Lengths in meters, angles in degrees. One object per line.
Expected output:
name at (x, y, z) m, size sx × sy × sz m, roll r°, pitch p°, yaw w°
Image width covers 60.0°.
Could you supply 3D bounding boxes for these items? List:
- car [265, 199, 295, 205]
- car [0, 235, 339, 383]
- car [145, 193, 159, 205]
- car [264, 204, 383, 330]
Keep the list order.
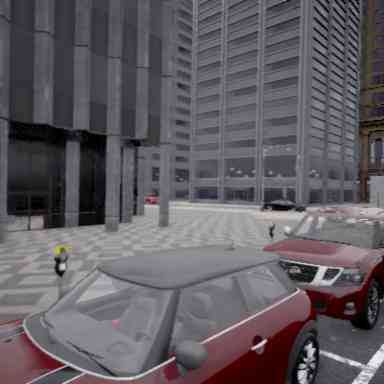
car at (10.891, 1.629, 39.032) m, size 5.008 × 1.535 × 1.882 m, roll 0°, pitch 0°, yaw 43°
car at (-0.410, 1.382, 3.160) m, size 1.967 × 1.590 × 4.097 m, roll 2°, pitch 1°, yaw 43°
car at (-7.022, 1.250, 55.952) m, size 5.566 × 2.045 × 2.150 m, roll 0°, pitch 0°, yaw 44°
car at (3.333, 1.292, 7.173) m, size 2.192 × 1.841 × 5.009 m, roll 2°, pitch 1°, yaw 43°
